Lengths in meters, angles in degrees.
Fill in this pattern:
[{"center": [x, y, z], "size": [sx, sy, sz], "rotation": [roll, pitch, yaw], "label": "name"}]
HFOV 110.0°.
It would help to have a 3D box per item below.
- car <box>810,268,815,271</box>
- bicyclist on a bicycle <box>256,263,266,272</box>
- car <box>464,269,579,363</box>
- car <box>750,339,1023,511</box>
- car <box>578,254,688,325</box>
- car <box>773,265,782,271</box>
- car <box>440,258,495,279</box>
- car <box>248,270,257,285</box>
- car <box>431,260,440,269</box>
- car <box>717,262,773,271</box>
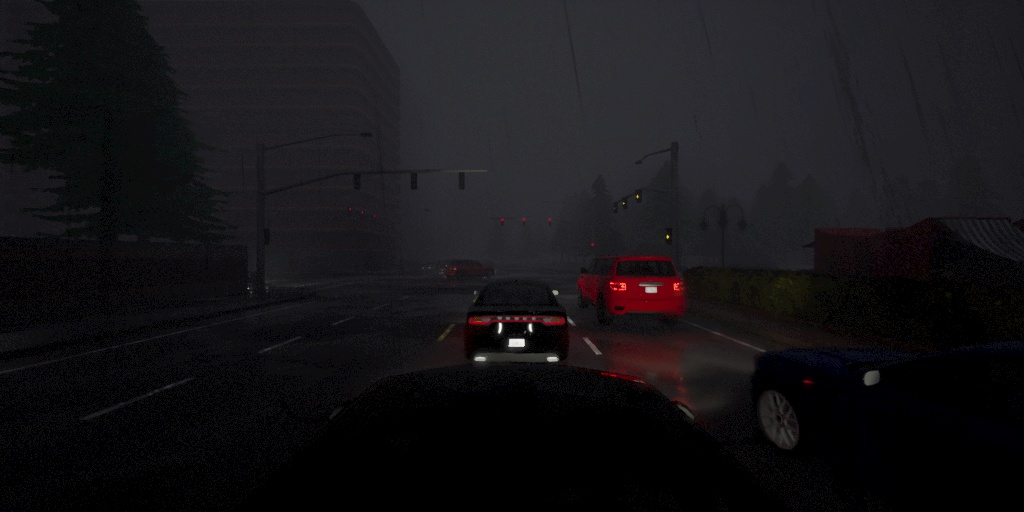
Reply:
[{"center": [29.118, 1.303, 31.706], "size": [4.902, 1.511, 2.128], "rotation": [0, 0, 1], "label": "car"}, {"center": [-28.519, 1.115, 40.705], "size": [0.582, 1.620, 1.656], "rotation": [0, 0, 1], "label": "bicyclist on a bicycle"}, {"center": [0.096, 1.229, 8.170], "size": [1.882, 1.535, 5.008], "rotation": [0, 0, 0], "label": "car"}, {"center": [3.599, 1.228, 2.008], "size": [1.882, 1.535, 5.008], "rotation": [0, 0, 0], "label": "car"}, {"center": [3.639, 0.974, 11.985], "size": [2.150, 2.045, 5.566], "rotation": [0, 0, 1], "label": "car"}, {"center": [23.962, 1.339, 35.256], "size": [4.674, 1.442, 1.812], "rotation": [0, 0, 1], "label": "car"}, {"center": [-3.809, 1.144, 32.907], "size": [4.553, 1.767, 2.097], "rotation": [0, 0, -39], "label": "car"}, {"center": [-20.135, 1.288, 25.115], "size": [5.008, 1.535, 1.882], "rotation": [0, 0, 1], "label": "car"}, {"center": [-10.575, 1.310, 55.933], "size": [2.033, 1.411, 5.357], "rotation": [0, 0, -26], "label": "car"}, {"center": [19.512, 1.360, 31.826], "size": [5.357, 1.411, 2.033], "rotation": [0, 0, 1], "label": "car"}]
